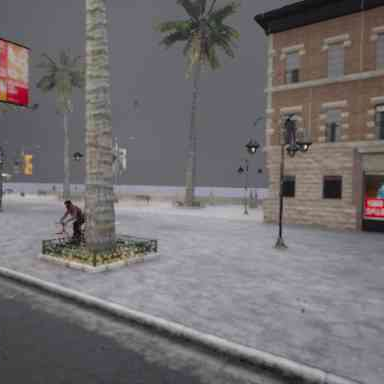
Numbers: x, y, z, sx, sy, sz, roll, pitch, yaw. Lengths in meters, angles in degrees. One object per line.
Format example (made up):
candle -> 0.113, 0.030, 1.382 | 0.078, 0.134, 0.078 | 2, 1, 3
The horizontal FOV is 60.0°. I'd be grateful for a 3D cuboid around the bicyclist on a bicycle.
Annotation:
bicyclist on a bicycle -> -3.605, 1.052, 9.998 | 0.582, 1.620, 1.656 | 2, 1, 35
